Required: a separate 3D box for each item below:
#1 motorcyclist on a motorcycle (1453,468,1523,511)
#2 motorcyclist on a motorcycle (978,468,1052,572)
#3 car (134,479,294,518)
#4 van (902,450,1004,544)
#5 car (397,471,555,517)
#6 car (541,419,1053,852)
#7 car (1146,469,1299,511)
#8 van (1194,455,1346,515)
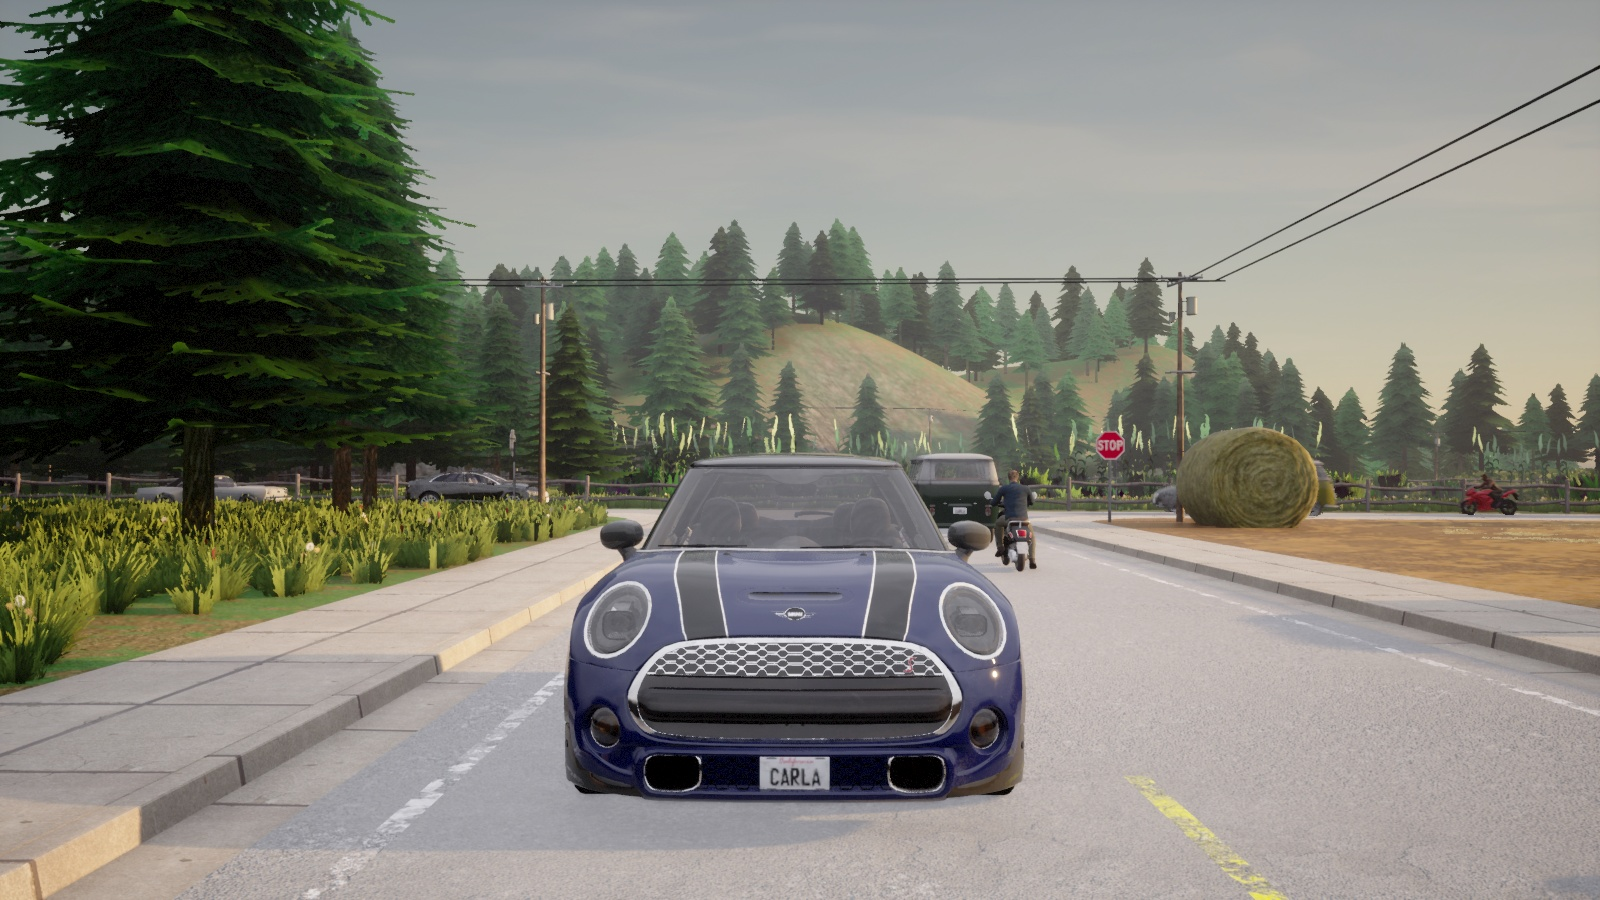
[{"bbox_3d":[24.906,1.424,45.478,2.044,1.523,0.797,0,-1,3],"label":"motorcyclist on a motorcycle"},{"bbox_3d":[3.447,1.093,20.245,0.866,1.590,1.817,0,-1,0],"label":"motorcyclist on a motorcycle"},{"bbox_3d":[-20.475,1.699,44.022,4.718,1.301,1.895,0,-1,1],"label":"car"},{"bbox_3d":[3.424,1.038,28.899,1.775,1.987,4.442,0,-1,0],"label":"van"},{"bbox_3d":[-11.184,1.512,43.634,4.902,1.511,2.128,0,-1,3],"label":"car"},{"bbox_3d":[-0.021,0.798,7.441,2.097,1.767,4.553,0,-1,0],"label":"car"},{"bbox_3d":[15.372,1.445,45.917,4.902,1.511,2.128,0,-1,3],"label":"car"},{"bbox_3d":[15.813,1.179,42.397,4.442,1.987,1.775,0,-1,3],"label":"van"}]
